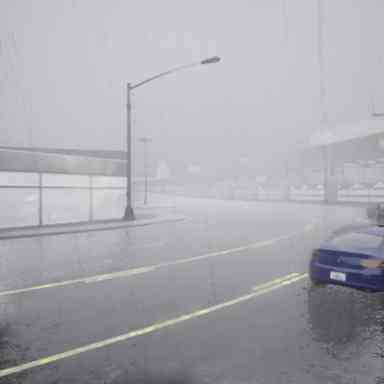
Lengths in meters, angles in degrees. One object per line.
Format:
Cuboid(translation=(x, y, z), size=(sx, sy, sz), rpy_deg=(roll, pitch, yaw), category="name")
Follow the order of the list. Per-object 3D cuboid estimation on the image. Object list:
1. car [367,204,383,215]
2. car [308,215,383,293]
Cuboid(translation=(15.164, 1.589, 26.163), size=(1.895, 1.301, 4.718), rpy_deg=(0, 0, 17), category="car")
Cuboid(translation=(4.555, 1.524, 8.331), size=(1.812, 1.442, 4.674), rpy_deg=(0, 0, 45), category="car")
